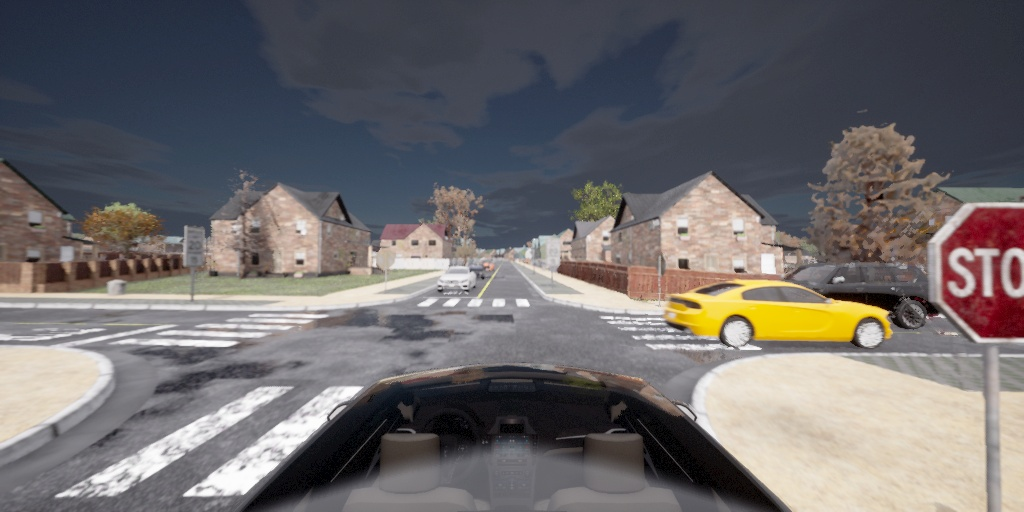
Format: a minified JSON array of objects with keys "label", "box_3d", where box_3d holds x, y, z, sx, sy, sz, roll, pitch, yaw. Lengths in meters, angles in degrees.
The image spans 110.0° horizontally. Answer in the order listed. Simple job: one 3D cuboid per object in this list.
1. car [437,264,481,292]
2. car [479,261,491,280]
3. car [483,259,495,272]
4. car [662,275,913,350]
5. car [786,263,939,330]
[{"label":"car","box_3d":[-3.262,1.361,22.038,1.812,1.442,4.674,0,0,1]},{"label":"car","box_3d":[-3.404,1.437,33.761,2.033,1.411,5.357,0,0,-1]},{"label":"car","box_3d":[-3.662,1.324,52.274,2.097,1.767,4.553,0,0,0]},{"label":"car","box_3d":[6.424,1.352,8.947,5.008,1.535,1.882,1,-2,-1]},{"label":"car","box_3d":[10.629,1.236,11.911,5.566,2.045,2.150,1,-2,-1]}]
